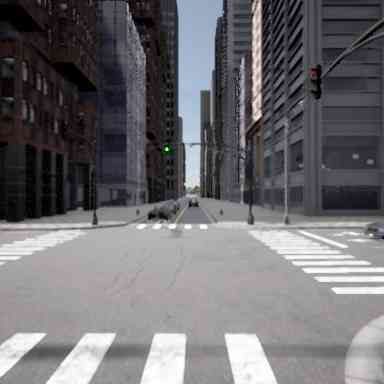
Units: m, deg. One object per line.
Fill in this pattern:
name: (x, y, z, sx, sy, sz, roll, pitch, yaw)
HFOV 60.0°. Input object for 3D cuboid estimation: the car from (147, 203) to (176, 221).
car: (-2.976, 1.969, 31.630, 1.895, 1.301, 4.718, 0, -1, 3)

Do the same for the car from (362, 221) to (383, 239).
car: (11.197, 1.647, 15.891, 5.357, 1.411, 2.033, 0, -1, 0)

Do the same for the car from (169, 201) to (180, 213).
car: (-2.919, 2.051, 41.716, 1.994, 1.385, 4.181, 0, -1, 1)

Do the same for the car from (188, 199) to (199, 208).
car: (0.276, 2.208, 61.843, 1.882, 1.535, 5.008, 0, -1, 0)

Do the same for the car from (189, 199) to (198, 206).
car: (0.332, 2.192, 72.271, 1.837, 1.490, 4.892, 0, -1, 0)

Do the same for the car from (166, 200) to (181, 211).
car: (-2.857, 2.102, 52.044, 2.128, 1.511, 4.902, 0, -1, 1)
